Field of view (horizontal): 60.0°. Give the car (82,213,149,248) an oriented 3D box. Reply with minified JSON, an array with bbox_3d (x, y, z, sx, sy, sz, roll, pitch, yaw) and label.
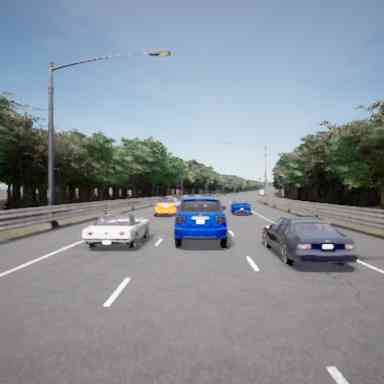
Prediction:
[{"bbox_3d":[-3.110,1.589,14.644,1.895,1.301,4.718,0,0,2],"label":"car"}]

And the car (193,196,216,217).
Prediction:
[{"bbox_3d":[1.296,1.321,32.188,2.097,1.767,4.553,0,0,4],"label":"car"}]

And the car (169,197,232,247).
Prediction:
[{"bbox_3d":[0.410,1.213,15.178,2.150,2.045,5.566,0,0,2],"label":"car"}]

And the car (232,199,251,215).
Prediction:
[{"bbox_3d":[4.936,1.448,34.099,1.882,1.535,5.008,0,0,4],"label":"car"}]

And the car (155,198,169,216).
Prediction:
[{"bbox_3d":[-2.220,1.317,32.090,2.097,1.767,4.553,0,0,4],"label":"car"}]

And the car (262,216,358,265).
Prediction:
[{"bbox_3d":[3.792,1.546,11.644,2.033,1.411,5.357,0,0,1],"label":"car"}]
